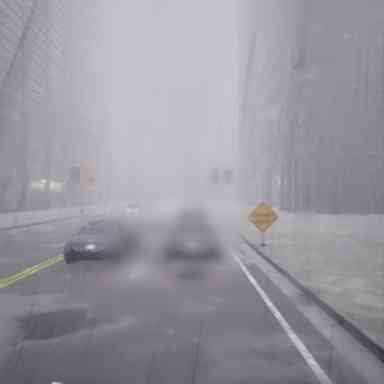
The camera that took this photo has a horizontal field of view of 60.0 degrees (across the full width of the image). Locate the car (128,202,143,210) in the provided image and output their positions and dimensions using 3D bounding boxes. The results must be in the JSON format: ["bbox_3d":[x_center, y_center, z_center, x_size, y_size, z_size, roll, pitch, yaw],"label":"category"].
[{"bbox_3d":[-9.771,2.392,57.712,1.895,1.301,4.718,0,-1,1],"label":"car"}]

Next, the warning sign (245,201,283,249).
[{"bbox_3d":[2.855,1.299,13.412,1.300,1.860,1.060,0,-1,0],"label":"warning sign"}]

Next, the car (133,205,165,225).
[{"bbox_3d":[-3.206,1.966,26.685,1.895,1.301,4.718,0,-1,1],"label":"car"}]

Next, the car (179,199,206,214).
[{"bbox_3d":[0.050,1.723,27.223,2.097,1.767,4.553,0,-1,1],"label":"car"}]

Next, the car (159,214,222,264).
[{"bbox_3d":[0.048,1.737,12.563,1.994,1.385,4.181,0,-1,1],"label":"car"}]

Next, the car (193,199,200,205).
[{"bbox_3d":[1.167,2.766,93.402,1.882,1.535,5.008,0,-1,0],"label":"car"}]

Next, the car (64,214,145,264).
[{"bbox_3d":[-3.202,1.738,12.581,1.994,1.385,4.181,0,-1,1],"label":"car"}]

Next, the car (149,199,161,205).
[{"bbox_3d":[-6.528,2.358,57.997,1.994,1.385,4.181,0,-1,1],"label":"car"}]
